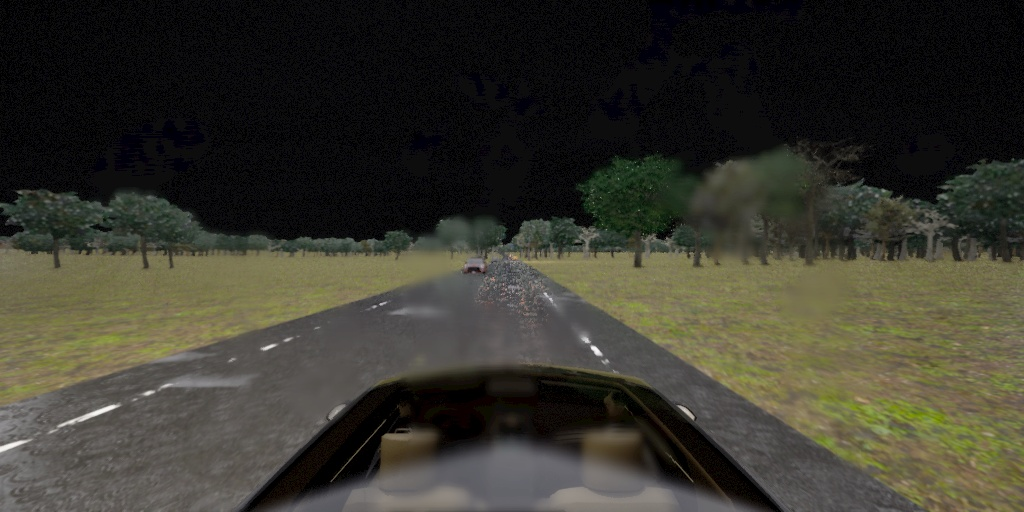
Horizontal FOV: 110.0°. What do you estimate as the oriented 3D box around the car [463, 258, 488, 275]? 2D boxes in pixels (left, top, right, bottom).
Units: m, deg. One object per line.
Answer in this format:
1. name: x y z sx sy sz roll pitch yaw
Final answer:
1. car: -3.596 0.959 36.036 2.097 1.767 4.553 0 0 0
